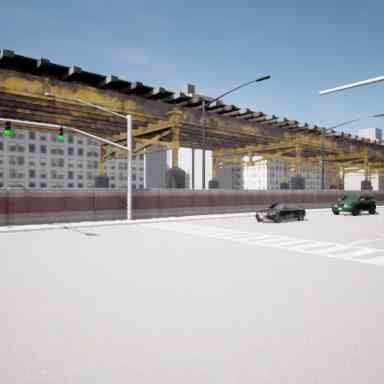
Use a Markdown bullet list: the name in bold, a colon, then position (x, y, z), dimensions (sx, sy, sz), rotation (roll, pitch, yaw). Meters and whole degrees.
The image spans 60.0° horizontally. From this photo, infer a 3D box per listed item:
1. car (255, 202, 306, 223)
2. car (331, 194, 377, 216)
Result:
- **car**: position (6.896, 1.526, 25.572), dimensions (4.674, 1.442, 1.812), rotation (0, 0, -38)
- **car**: position (15.906, 1.222, 32.511), dimensions (5.566, 2.045, 2.150), rotation (0, 0, -38)
